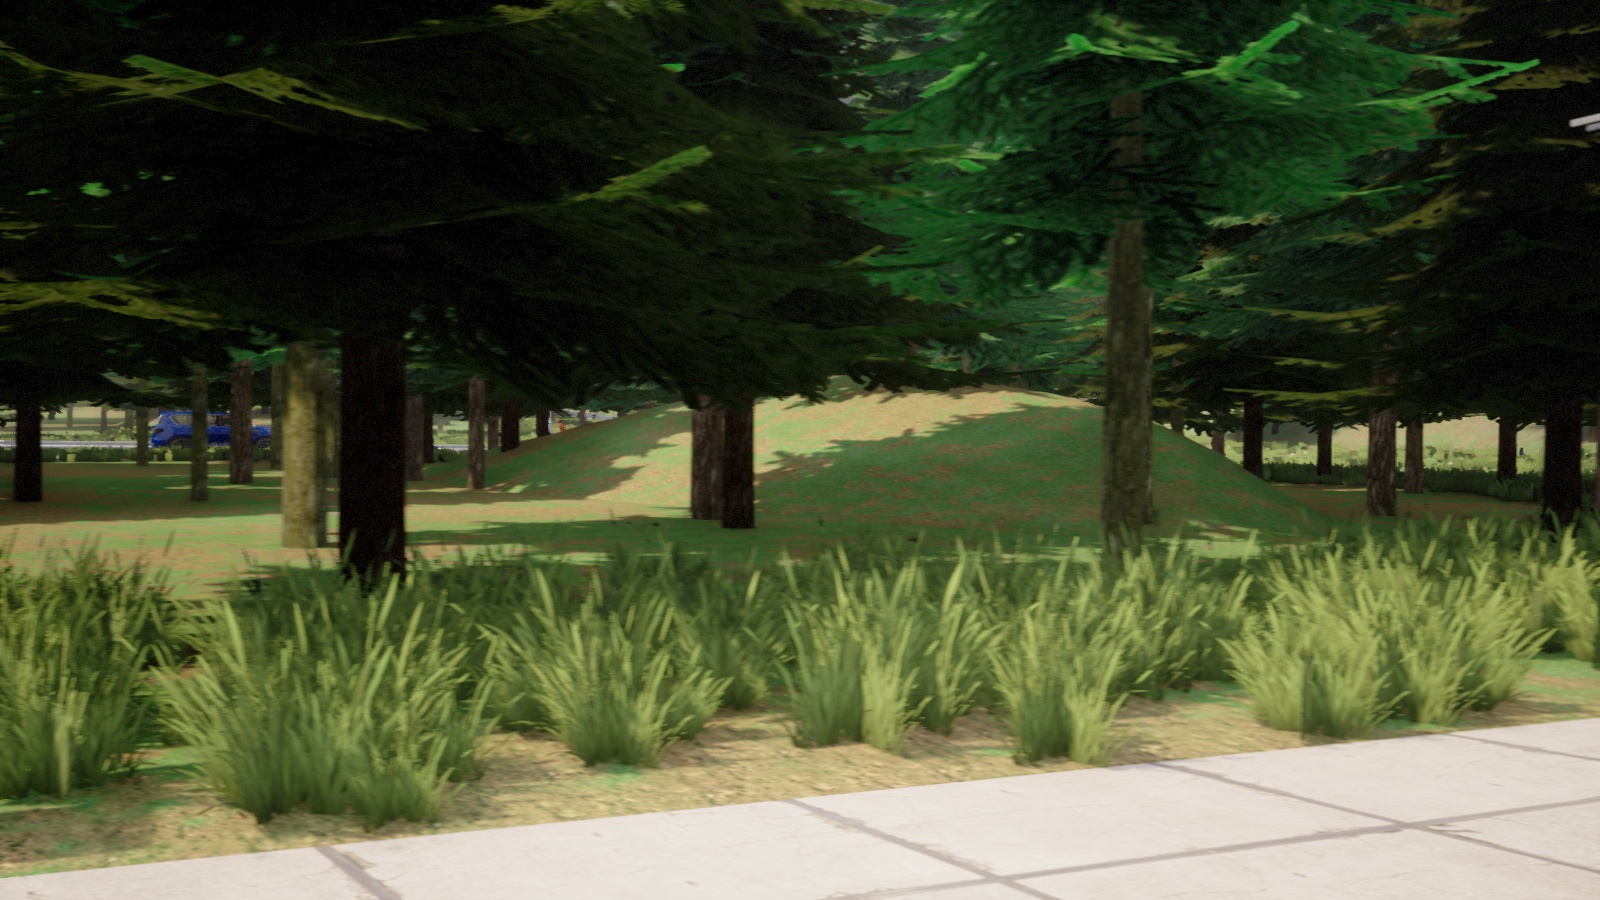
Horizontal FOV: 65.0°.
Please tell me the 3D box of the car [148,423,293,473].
[{"bbox_3d":[-25.060,-0.099,54.521,5.566,2.045,2.150,-1,1,-21],"label":"car"}]
